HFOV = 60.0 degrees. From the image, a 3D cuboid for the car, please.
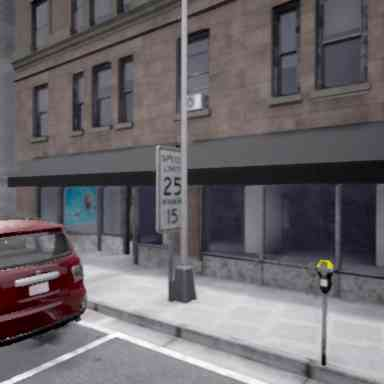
[{"bbox_3d":[-3.950,1.377,5.761,5.009,1.841,2.192,-1,0,35],"label":"car"}]
